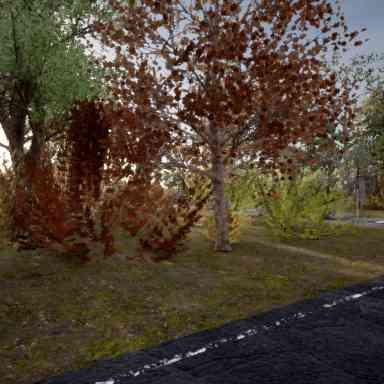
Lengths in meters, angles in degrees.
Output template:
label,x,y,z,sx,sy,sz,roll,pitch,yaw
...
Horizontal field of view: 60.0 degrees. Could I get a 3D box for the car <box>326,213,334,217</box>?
label,x,y,z,sx,sy,sz,roll,pitch,yaw
car,9.289,1.148,27.120,2.097,1.767,4.553,-1,1,-36
